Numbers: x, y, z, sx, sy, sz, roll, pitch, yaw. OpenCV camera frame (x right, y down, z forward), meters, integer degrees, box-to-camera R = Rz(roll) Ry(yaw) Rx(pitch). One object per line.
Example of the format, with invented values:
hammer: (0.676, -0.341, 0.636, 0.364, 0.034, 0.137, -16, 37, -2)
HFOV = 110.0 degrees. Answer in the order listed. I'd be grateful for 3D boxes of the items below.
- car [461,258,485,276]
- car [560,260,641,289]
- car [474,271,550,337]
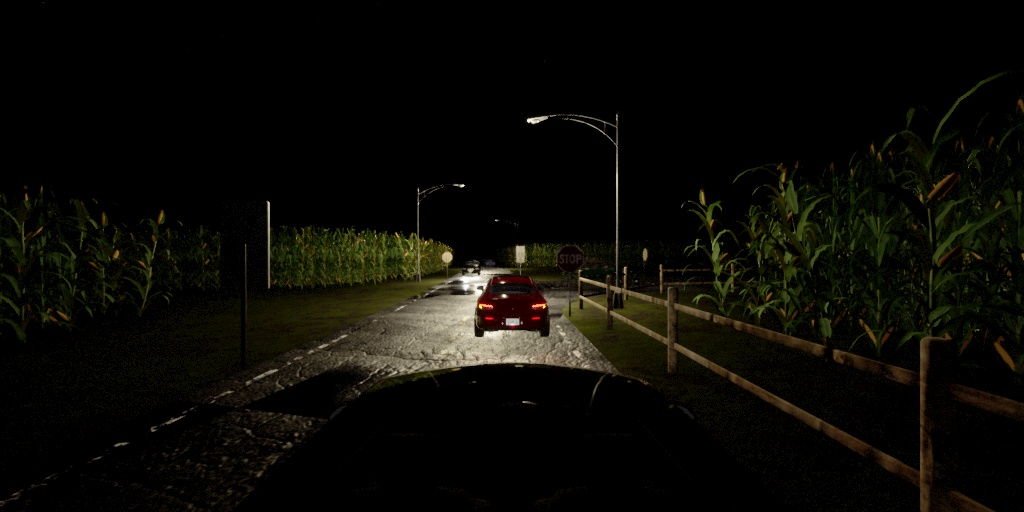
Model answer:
car: (-4.210, 1.260, 37.527, 2.128, 1.511, 4.902, 0, 0, -4)
car: (5.277, 1.002, 21.495, 4.553, 1.767, 2.097, -1, 0, 19)
car: (-0.027, 1.276, 10.141, 1.812, 1.442, 4.674, 0, 0, -1)
